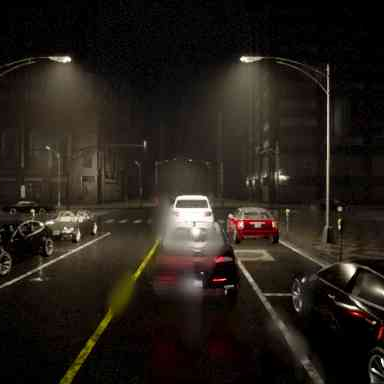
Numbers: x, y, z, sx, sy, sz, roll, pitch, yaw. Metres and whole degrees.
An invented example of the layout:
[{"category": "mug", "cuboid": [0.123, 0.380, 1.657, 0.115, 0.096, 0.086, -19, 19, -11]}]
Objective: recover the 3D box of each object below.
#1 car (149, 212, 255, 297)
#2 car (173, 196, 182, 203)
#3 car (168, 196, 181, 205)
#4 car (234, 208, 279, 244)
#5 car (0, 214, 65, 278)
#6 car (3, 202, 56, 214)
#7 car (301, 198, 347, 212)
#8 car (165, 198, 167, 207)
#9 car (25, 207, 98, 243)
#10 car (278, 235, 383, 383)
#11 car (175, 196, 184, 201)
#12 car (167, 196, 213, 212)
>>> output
[{"category": "car", "cuboid": [0.060, 1.492, 8.570, 2.128, 1.511, 4.902, 0, 0, 0]}, {"category": "car", "cuboid": [-3.078, 1.541, 71.179, 1.837, 1.490, 4.892, 0, 0, 0]}, {"category": "car", "cuboid": [-3.098, 1.519, 60.902, 2.128, 1.511, 4.902, 0, 0, 0]}, {"category": "car", "cuboid": [2.754, 1.441, 15.838, 1.967, 1.590, 4.097, 0, 0, 0]}, {"category": "car", "cuboid": [-5.767, 1.566, 10.195, 1.947, 1.339, 4.313, 0, 0, 0]}, {"category": "car", "cuboid": [-16.425, 1.652, 33.919, 4.718, 1.301, 1.895, 0, 0, 0]}, {"category": "car", "cuboid": [14.869, 1.462, 37.455, 4.892, 1.490, 1.837, 0, 0, 0]}, {"category": "car", "cuboid": [-3.067, 1.372, 52.126, 2.097, 1.767, 4.553, 0, 0, -1]}, {"category": "car", "cuboid": [-5.771, 1.552, 15.832, 2.008, 1.369, 4.403, 0, 0, 0]}, {"category": "car", "cuboid": [2.761, 1.566, 4.566, 1.947, 1.339, 4.313, 0, 0, 0]}, {"category": "car", "cuboid": [-3.142, 1.610, 84.853, 1.994, 1.385, 4.181, 0, 0, 0]}, {"category": "car", "cuboid": [-0.006, 1.223, 18.495, 2.150, 2.045, 5.566, 0, 0, 0]}]
